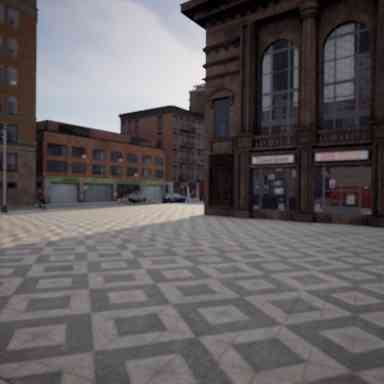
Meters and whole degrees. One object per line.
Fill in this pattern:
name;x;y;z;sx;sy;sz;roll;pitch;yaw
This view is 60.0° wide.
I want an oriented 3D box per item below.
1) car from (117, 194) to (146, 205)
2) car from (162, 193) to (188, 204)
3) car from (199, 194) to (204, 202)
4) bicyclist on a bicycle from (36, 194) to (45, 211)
car;-8.942;1.064;49.233;2.128;1.511;4.902;1;1;36
car;-2.609;0.957;52.661;2.097;1.767;4.553;1;1;36
car;3.211;1.098;60.819;1.837;1.490;4.892;1;1;36
bicyclist on a bicycle;-14.247;0.969;31.243;1.656;1.620;0.582;1;0;36
